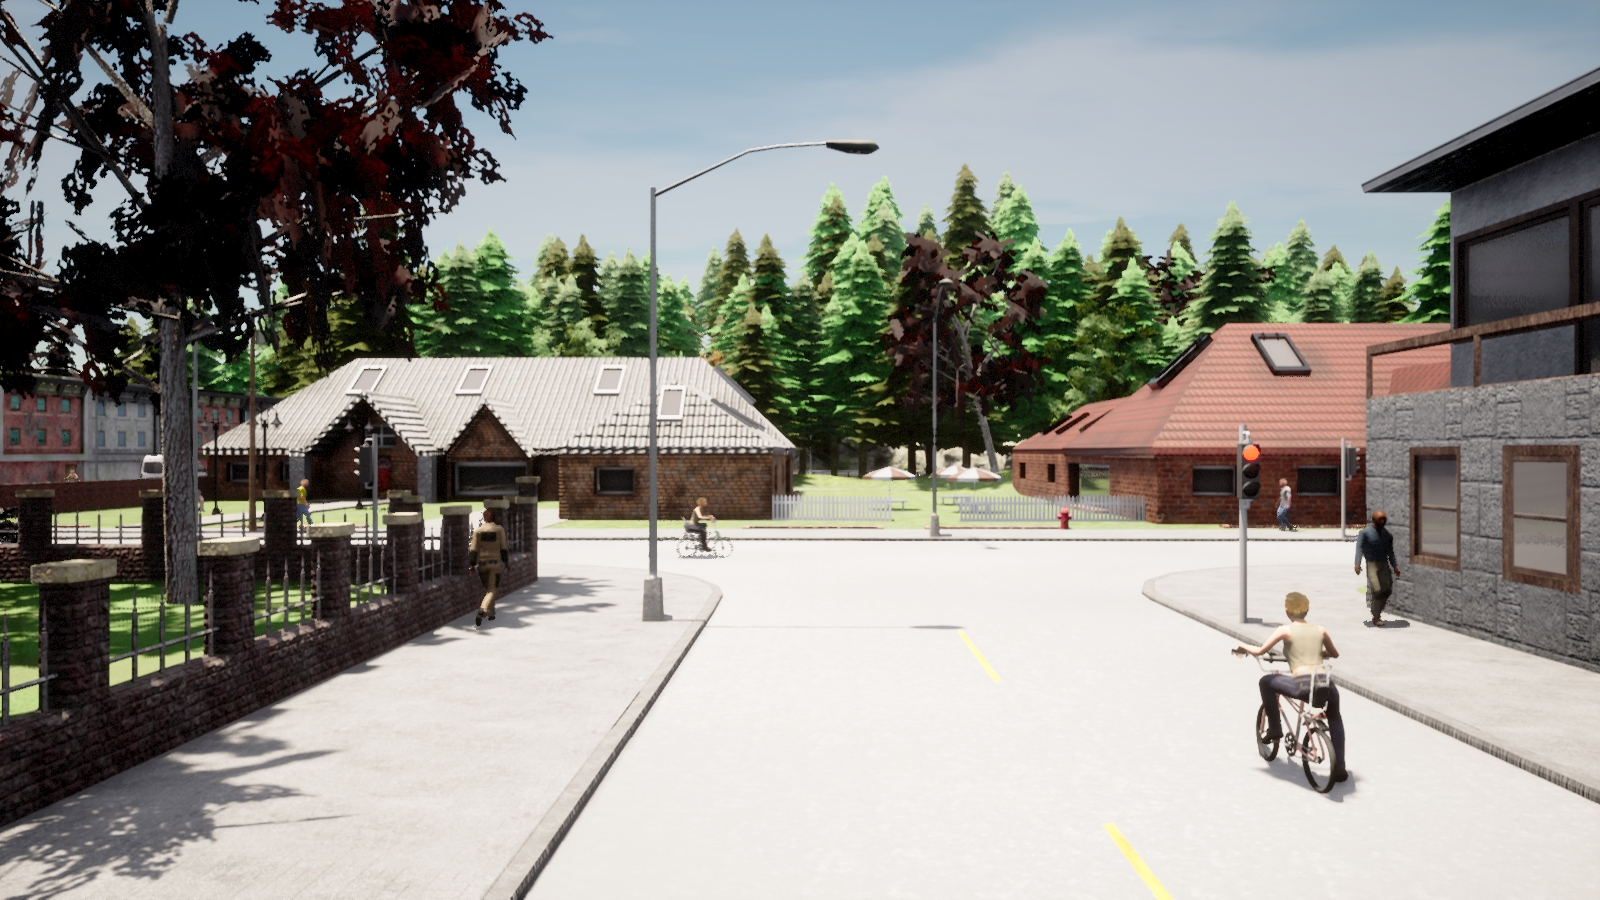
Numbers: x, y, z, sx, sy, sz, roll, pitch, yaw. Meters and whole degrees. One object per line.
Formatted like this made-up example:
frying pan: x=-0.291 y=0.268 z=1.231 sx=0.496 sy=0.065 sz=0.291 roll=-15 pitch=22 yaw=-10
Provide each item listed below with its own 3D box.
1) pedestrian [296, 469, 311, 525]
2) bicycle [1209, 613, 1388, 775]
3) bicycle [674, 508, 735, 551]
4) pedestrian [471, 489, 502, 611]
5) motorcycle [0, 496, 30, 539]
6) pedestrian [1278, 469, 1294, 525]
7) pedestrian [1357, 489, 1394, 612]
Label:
pedestrian: x=-16.713 y=1.573 z=38.473 sx=0.375 sy=1.860 sz=0.375 roll=0 pitch=0 yaw=-9
bicycle: x=4.247 y=2.051 z=9.858 sx=0.859 sy=1.080 sz=1.487 roll=0 pitch=0 yaw=-2
bicycle: x=-2.492 y=2.075 z=29.935 sx=1.487 sy=1.080 sz=0.859 roll=0 pitch=0 yaw=2
pedestrian: x=-4.869 y=1.547 z=17.760 sx=0.375 sy=1.860 sz=0.375 roll=0 pitch=0 yaw=0
motorcycle: x=-24.703 y=2.029 z=34.550 sx=2.209 sy=1.251 sz=0.867 roll=0 pitch=0 yaw=-2
pedestrian: x=16.347 y=1.574 z=38.444 sx=0.375 sy=1.860 sz=0.375 roll=0 pitch=0 yaw=-8
pedestrian: x=8.878 y=1.540 z=17.636 sx=0.375 sy=1.860 sz=0.375 roll=0 pitch=0 yaw=-1
